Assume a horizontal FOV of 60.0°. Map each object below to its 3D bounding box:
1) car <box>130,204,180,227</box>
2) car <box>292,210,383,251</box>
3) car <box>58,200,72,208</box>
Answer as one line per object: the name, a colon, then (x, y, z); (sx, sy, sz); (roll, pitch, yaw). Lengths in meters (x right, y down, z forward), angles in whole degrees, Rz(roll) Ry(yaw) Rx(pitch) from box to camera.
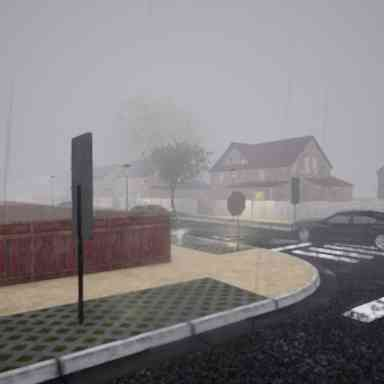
car: (-2.728, 1.614, 22.848); (1.837, 1.490, 4.892); (-1, 0, -37)
car: (6.805, 1.513, 14.315); (5.008, 1.535, 1.882); (-1, 3, 41)
car: (-13.551, 1.681, 37.289); (1.882, 1.535, 5.008); (-1, 0, -37)
